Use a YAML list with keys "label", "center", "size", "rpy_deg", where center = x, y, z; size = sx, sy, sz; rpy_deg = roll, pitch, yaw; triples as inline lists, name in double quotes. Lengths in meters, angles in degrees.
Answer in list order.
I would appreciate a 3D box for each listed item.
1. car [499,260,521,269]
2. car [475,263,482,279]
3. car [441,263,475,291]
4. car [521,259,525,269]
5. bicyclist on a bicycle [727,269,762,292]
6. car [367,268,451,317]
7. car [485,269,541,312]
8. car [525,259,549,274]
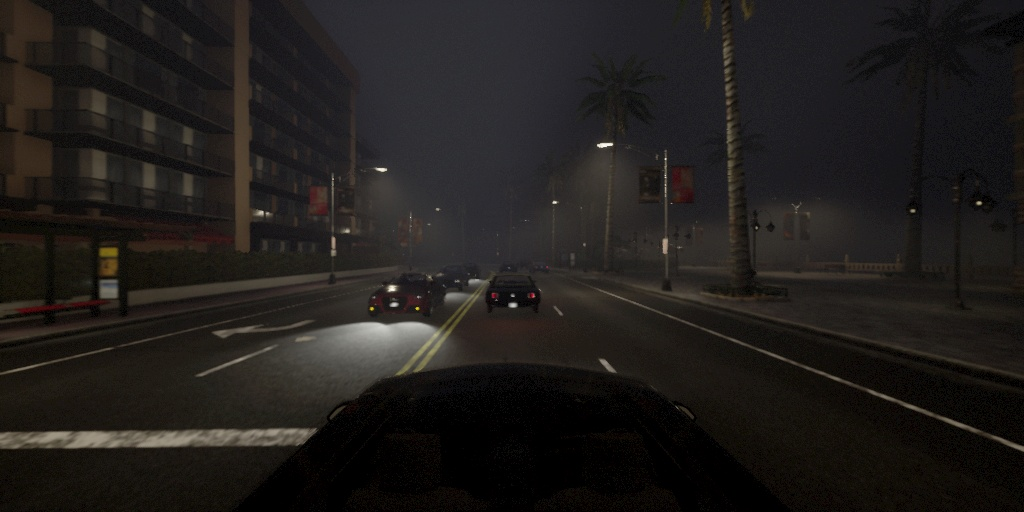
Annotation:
- label: "car"
  center: [-0.482, 1.317, 42.183]
  size: [1.994, 1.385, 4.181]
  rpy_deg: [0, 0, -5]
- label: "car"
  center: [-3.841, 1.326, 32.461]
  size: [1.994, 1.385, 4.181]
  rpy_deg: [0, 0, -1]
- label: "car"
  center: [-3.740, 1.309, 22.473]
  size: [2.033, 1.411, 5.357]
  rpy_deg: [0, 0, 0]
- label: "car"
  center: [1.665, 1.224, 52.353]
  size: [1.882, 1.535, 5.008]
  rpy_deg: [0, 0, -12]
- label: "bicyclist on a bicycle"
  center: [10.781, 1.020, 16.661]
  size: [1.656, 1.620, 0.582]
  rpy_deg: [0, 0, 0]
- label: "car"
  center: [-3.670, 1.325, 13.138]
  size: [1.994, 1.385, 4.181]
  rpy_deg: [0, 0, 0]
- label: "car"
  center: [0.018, 1.351, 14.197]
  size: [1.895, 1.301, 4.718]
  rpy_deg: [0, 0, 0]
- label: "car"
  center: [3.068, 1.290, 41.615]
  size: [2.033, 1.411, 5.357]
  rpy_deg: [0, 0, -4]
